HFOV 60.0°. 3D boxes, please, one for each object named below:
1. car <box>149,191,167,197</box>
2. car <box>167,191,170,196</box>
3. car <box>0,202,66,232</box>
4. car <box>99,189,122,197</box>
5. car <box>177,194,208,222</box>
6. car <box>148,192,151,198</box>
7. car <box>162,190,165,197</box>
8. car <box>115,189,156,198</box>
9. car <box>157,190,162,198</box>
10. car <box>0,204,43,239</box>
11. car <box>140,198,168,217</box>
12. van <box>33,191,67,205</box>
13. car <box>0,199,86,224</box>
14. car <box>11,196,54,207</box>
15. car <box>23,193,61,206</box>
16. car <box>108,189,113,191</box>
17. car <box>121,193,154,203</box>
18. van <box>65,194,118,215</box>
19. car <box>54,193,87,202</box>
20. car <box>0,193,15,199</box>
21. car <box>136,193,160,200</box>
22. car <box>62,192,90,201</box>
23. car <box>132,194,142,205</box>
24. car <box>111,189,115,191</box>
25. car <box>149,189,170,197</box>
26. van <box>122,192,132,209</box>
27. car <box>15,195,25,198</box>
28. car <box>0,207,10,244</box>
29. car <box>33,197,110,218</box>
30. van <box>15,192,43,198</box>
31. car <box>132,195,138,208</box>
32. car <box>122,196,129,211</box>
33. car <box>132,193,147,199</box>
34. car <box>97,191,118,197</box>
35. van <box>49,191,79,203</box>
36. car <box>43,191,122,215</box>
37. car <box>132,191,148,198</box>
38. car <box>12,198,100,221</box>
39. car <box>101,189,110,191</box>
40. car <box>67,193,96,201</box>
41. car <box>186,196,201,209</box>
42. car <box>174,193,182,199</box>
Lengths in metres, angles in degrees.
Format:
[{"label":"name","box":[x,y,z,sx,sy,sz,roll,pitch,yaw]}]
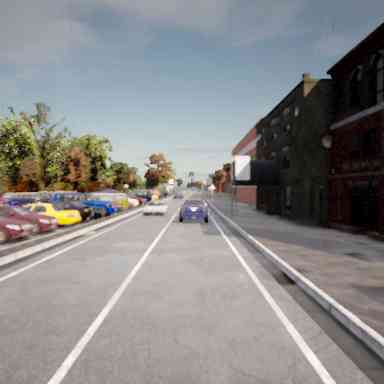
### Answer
[{"label":"car","box":[-8.935,0.528,87.917,4.674,1.452,2.002,0,1,0]},{"label":"car","box":[-8.949,0.541,85.089,5.008,1.535,2.097,0,1,0]},{"label":"car","box":[-9.370,1.416,17.260,4.674,1.452,2.002,0,0,0]},{"label":"car","box":[-21.483,0.240,87.776,5.566,2.045,2.435,0,1,0]},{"label":"car","box":[0.126,1.281,25.790,2.097,1.767,4.553,0,0,0]},{"label":"car","box":[-9.163,1.188,51.188,4.674,1.452,2.002,0,1,0]},{"label":"car","box":[-8.994,0.775,73.789,4.792,1.488,2.163,0,1,0]},{"label":"car","box":[-9.172,0.846,54.008,5.566,2.045,2.435,0,1,0]},{"label":"car","box":[-8.907,0.944,62.487,5.366,1.575,1.946,0,1,0]},{"label":"car","box":[-9.387,1.417,14.434,4.674,1.452,2.002,0,0,0]},{"label":"car","box":[-3.304,1.503,30.731,1.895,1.301,4.718,0,0,0]},{"label":"van","box":[-21.848,0.922,51.200,4.442,1.987,1.878,0,1,0]},{"label":"car","box":[-9.535,1.373,20.086,5.366,1.575,1.946,0,0,0]},{"label":"car","box":[-21.798,1.278,45.560,4.792,1.488,2.163,0,1,0]},{"label":"car","box":[-21.718,1.074,48.254,4.553,1.767,2.185,0,1,0]},{"label":"car","box":[-21.570,0.695,76.612,5.008,1.535,2.097,0,1,0]},{"label":"car","box":[-9.312,1.044,56.839,5.366,1.575,1.946,0,1,0]},{"label":"van","box":[-9.398,1.148,31.389,4.442,1.987,1.878,0,0,0]},{"label":"car","box":[-21.684,0.999,59.549,5.008,1.535,2.097,0,1,0]},{"label":"car","box":[-21.813,1.121,34.118,5.566,2.045,2.435,0,0,0]},{"label":"car","box":[-9.055,0.886,68.139,4.674,1.452,2.002,0,1,0]},{"label":"car","box":[-21.692,0.823,62.370,4.553,1.767,2.185,0,1,0]},{"label":"car","box":[-9.210,1.338,42.712,4.674,1.452,2.002,0,1,0]},{"label":"car","box":[-21.554,0.646,79.435,4.892,1.521,2.231,0,1,0]},{"label":"car","box":[-8.892,0.182,90.736,5.566,2.045,2.435,0,1,0]},{"label":"van","box":[-9.364,1.143,36.919,4.442,1.987,1.878,0,0,0]},{"label":"car","box":[-21.817,1.368,36.953,5.008,1.535,2.097,0,0,0]},{"label":"car","box":[-9.431,1.407,11.608,4.792,1.488,2.163,0,0,0]},{"label":"car","box":[-9.321,1.374,25.736,5.008,1.535,2.097,0,0,0]},{"label":"van","box":[-21.666,1.073,42.729,4.442,1.987,1.878,0,1,0]},{"label":"car","box":[-9.232,1.384,39.878,4.674,1.452,2.002,0,1,0]},{"label":"car","box":[-9.267,1.413,34.213,4.674,1.452,2.002,0,0,0]},{"label":"car","box":[-9.190,1.248,45.537,5.008,1.535,2.097,0,1,0]},{"label":"car","box":[-21.534,0.543,85.081,4.892,1.521,2.231,0,1,0]},{"label":"van","box":[-21.811,0.821,56.849,4.442,1.987,1.878,0,1,0]},{"label":"car","box":[-9.270,1.123,28.562,5.566,2.045,2.435,0,0,0]},{"label":"car","box":[-9.209,1.072,48.360,4.553,1.767,2.185,0,1,0]},{"label":"car","box":[-9.328,1.375,22.912,5.008,1.535,2.097,0,0,0]},{"label":"car","box":[-21.587,0.746,73.789,5.008,1.535,2.097,0,1,0]},{"label":"car","box":[-21.639,0.898,65.195,5.008,1.535,2.097,0,1,0]},{"label":"car","box":[0.210,1.295,42.992,1.837,1.490,4.892,0,1,0]},{"label":"car","box":[-2.860,0.871,72.046,1.994,1.385,4.181,0,1,1]}]
